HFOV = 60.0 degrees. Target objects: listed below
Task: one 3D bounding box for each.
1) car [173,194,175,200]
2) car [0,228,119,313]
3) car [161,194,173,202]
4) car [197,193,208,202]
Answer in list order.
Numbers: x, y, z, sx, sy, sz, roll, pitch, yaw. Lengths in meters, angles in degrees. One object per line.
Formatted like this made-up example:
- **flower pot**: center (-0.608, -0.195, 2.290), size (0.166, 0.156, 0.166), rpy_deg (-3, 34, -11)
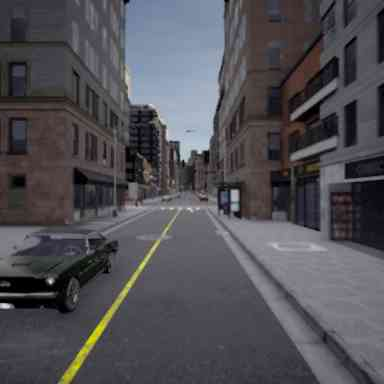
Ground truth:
- **car**: center (-5.831, 1.445, 79.819), size (1.947, 1.339, 4.313), rpy_deg (1, 0, 0)
- **car**: center (-3.100, 1.578, 7.725), size (1.895, 1.301, 4.718), rpy_deg (0, 0, 0)
- **car**: center (-5.840, 1.465, 74.233), size (1.802, 1.307, 4.206), rpy_deg (1, 0, 0)
- **car**: center (2.705, 1.427, 74.222), size (1.887, 1.381, 4.507), rpy_deg (1, 0, 0)
